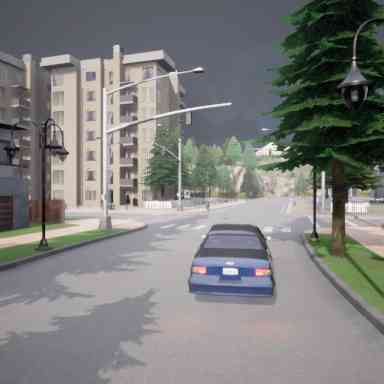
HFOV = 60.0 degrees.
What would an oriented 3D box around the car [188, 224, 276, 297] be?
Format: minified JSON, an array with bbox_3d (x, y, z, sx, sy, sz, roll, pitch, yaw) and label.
[{"bbox_3d":[1.127,1.547,8.766,2.033,1.411,5.357,0,0,9],"label":"car"}]
